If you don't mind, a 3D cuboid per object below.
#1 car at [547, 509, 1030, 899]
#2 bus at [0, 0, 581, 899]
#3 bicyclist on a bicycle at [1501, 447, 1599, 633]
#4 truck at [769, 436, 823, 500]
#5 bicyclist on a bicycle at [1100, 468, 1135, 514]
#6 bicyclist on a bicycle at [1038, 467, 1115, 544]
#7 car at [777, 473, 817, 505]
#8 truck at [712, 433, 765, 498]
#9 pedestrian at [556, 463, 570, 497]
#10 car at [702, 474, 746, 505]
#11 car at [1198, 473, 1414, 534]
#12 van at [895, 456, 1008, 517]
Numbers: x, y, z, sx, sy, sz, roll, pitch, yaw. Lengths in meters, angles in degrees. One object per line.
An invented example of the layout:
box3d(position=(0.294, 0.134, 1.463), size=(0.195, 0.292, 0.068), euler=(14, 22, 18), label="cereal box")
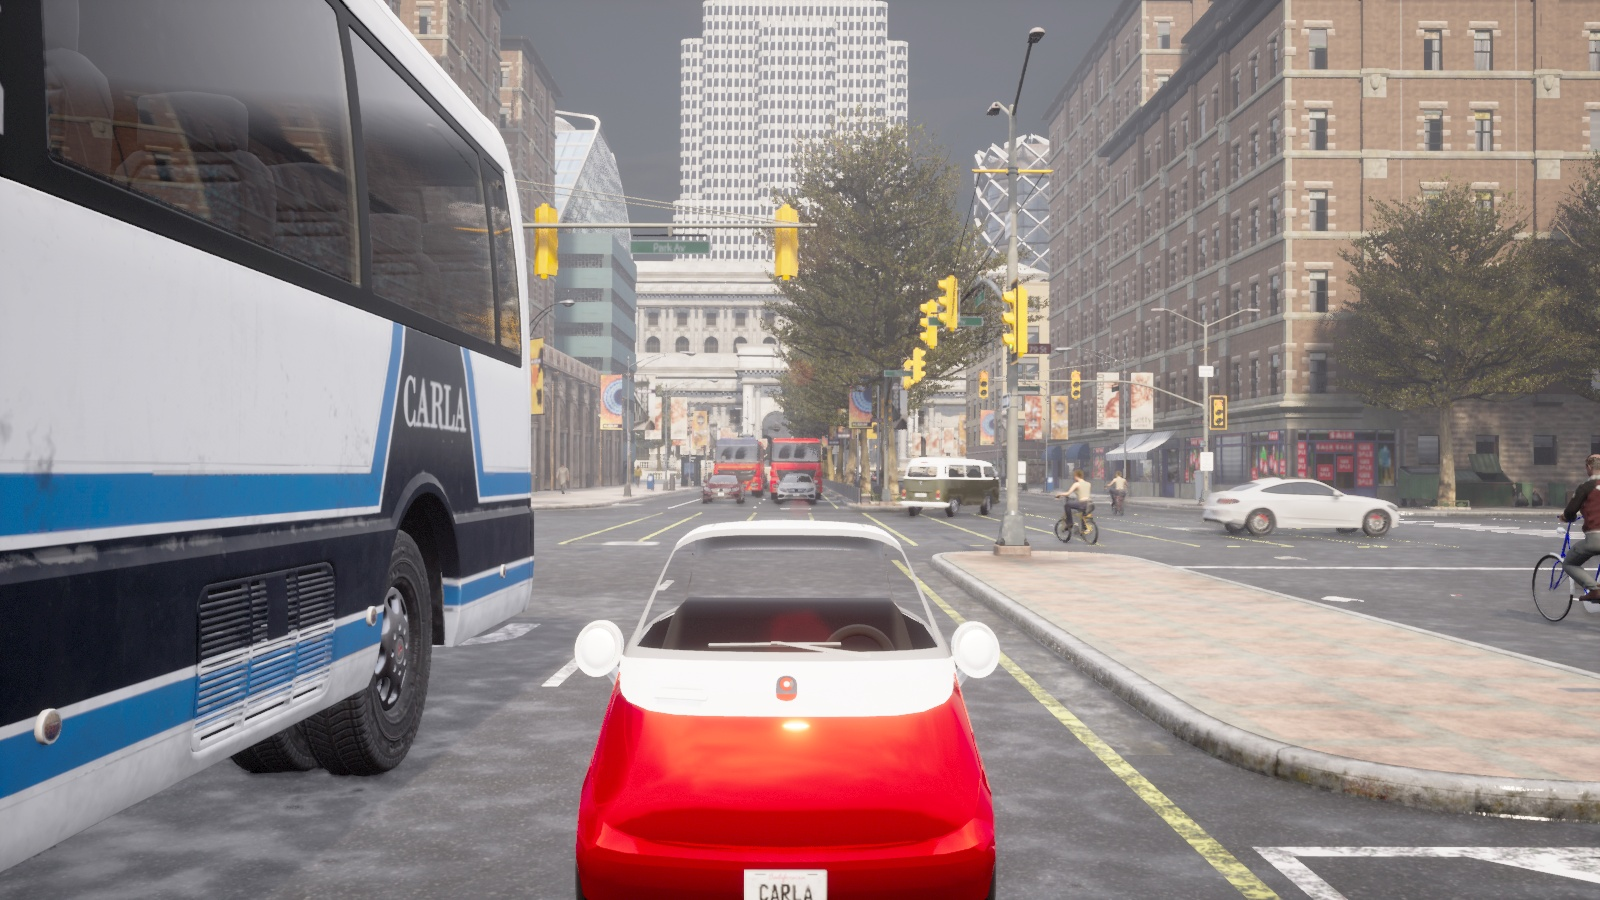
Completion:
box3d(position=(-0.039, 0.953, 4.966), size=(1.481, 1.376, 2.207), euler=(0, -1, 0), label="car")
box3d(position=(-3.542, -0.482, 3.917), size=(3.944, 4.253, 10.273), euler=(0, -1, 0), label="bus")
box3d(position=(7.942, 0.866, 12.700), size=(0.659, 1.776, 1.843), euler=(0, -1, 0), label="bicyclist on a bicycle")
box3d(position=(-0.204, 1.037, 71.873), size=(2.891, 3.462, 7.936), euler=(0, -1, 0), label="truck")
box3d(position=(11.359, 1.458, 44.924), size=(0.866, 1.612, 1.509), euler=(0, -1, 0), label="bicyclist on a bicycle")
box3d(position=(5.983, 1.184, 27.237), size=(0.866, 1.612, 1.509), euler=(0, -1, -24), label="bicyclist on a bicycle")
box3d(position=(-0.118, 1.859, 60.803), size=(1.812, 1.442, 4.674), euler=(0, -1, 1), label="car")
box3d(position=(-3.720, 0.970, 77.951), size=(2.891, 3.827, 8.468), euler=(0, -1, 0), label="truck")
box3d(position=(-13.746, 1.747, 72.862), size=(0.659, 1.952, 0.873), euler=(0, -1, 0), label="pedestrian")
box3d(position=(-3.653, 1.877, 61.008), size=(1.812, 1.442, 4.674), euler=(0, -1, 1), label="car")
box3d(position=(12.606, 1.317, 31.468), size=(4.674, 1.442, 1.812), euler=(0, -1, 0), label="car")
box3d(position=(5.420, 1.261, 44.489), size=(2.069, 2.038, 4.480), euler=(0, -1, 36), label="van")
